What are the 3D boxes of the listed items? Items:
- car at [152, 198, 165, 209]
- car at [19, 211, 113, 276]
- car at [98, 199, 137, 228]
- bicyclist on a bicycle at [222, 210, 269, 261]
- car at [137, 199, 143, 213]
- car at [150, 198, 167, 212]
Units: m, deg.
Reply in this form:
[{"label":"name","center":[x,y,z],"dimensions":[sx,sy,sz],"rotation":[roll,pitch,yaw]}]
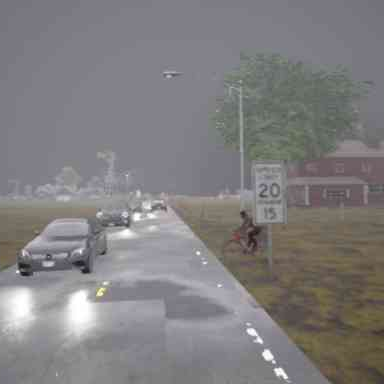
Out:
[{"label":"car","center":[-5.028,1.625,49.769],"dimensions":[1.812,1.442,4.674],"rotation":[-1,0,-6]},{"label":"car","center":[-3.887,1.574,10.771],"dimensions":[1.812,1.442,4.674],"rotation":[-1,0,-6]},{"label":"car","center":[-5.112,1.413,22.447],"dimensions":[2.097,1.767,4.553],"rotation":[-1,0,-6]},{"label":"bicyclist on a bicycle","center":[1.782,1.412,10.645],"dimensions":[1.656,1.620,0.582],"rotation":[0,0,-6]},{"label":"car","center":[-6.752,1.594,38.942],"dimensions":[2.128,1.511,4.902],"rotation":[-1,0,-6]},{"label":"car","center":[-3.933,1.576,39.418],"dimensions":[1.812,1.442,4.674],"rotation":[-1,0,-6]}]
